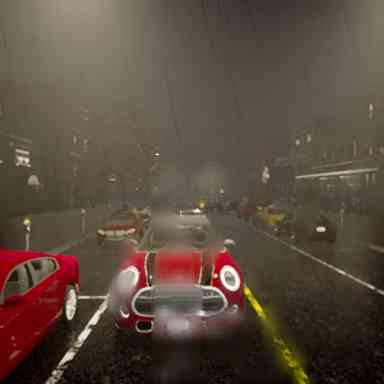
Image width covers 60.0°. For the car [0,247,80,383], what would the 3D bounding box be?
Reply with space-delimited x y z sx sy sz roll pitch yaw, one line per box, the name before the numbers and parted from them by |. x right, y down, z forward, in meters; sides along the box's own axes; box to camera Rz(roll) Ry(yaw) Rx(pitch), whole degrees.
car | -2.865 1.543 4.358 1.887 1.381 4.507 -1 0 -2

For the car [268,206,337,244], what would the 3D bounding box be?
car | 5.216 1.560 15.677 1.947 1.339 4.313 -1 0 -2

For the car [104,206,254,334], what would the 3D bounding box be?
car | -0.243 1.349 7.058 2.097 1.767 4.553 0 0 -2

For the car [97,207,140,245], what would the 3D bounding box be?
car | -3.162 1.576 15.450 1.802 1.307 4.206 -1 0 -2

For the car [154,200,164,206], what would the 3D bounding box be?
car | -3.458 1.572 26.543 1.802 1.307 4.206 -1 0 -2

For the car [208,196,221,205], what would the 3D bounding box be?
car | 4.024 1.501 60.217 1.752 1.417 4.829 -1 0 -2

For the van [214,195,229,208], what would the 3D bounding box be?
van | 4.323 1.322 48.955 1.690 1.788 3.998 -1 0 -2

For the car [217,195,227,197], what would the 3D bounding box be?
car | 4.469 1.508 43.578 1.752 1.417 4.829 -1 0 -2

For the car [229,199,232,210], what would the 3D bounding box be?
car | 4.622 1.567 37.862 1.802 1.307 4.206 -1 0 -2

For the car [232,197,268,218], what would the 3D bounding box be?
car | 4.917 1.305 26.770 2.192 1.841 5.009 -1 0 -2

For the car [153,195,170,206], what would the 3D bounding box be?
car | -3.906 1.299 43.182 2.192 1.841 5.009 -1 0 -2

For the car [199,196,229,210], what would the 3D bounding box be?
car | 2.135 1.479 33.628 2.128 1.511 4.902 0 0 -1

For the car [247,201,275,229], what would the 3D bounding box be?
car | 5.063 1.517 21.392 1.752 1.417 4.829 -1 0 -2

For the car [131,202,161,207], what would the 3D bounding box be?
car | -3.311 1.543 20.996 2.008 1.369 4.403 -1 0 -2

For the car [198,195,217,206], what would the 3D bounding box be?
car | 1.841 1.461 44.067 1.882 1.535 5.008 0 0 -1
